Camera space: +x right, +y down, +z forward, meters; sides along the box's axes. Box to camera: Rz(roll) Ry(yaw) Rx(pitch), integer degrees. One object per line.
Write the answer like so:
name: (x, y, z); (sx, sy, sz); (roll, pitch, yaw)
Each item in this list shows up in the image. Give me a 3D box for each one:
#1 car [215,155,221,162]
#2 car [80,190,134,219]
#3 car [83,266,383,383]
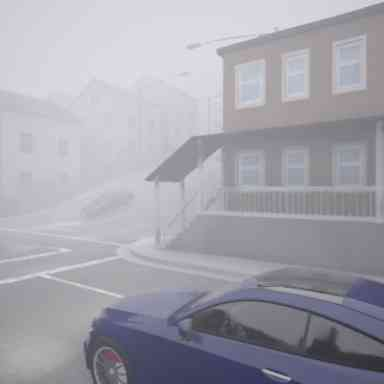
car: (4.906, -4.713, 43.424); (1.895, 1.301, 4.718); (0, 9, 36)
car: (-6.773, 0.839, 26.639); (2.128, 1.511, 4.902); (0, 16, 34)
car: (0.907, 1.524, 3.319); (4.674, 1.442, 1.812); (0, 0, 36)
